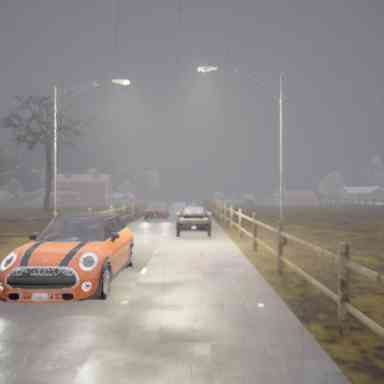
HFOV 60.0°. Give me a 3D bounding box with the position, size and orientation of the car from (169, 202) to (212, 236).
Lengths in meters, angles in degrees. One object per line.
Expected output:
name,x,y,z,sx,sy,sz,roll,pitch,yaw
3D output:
car,0.093,1.526,18.474,2.128,1.511,4.902,0,0,0

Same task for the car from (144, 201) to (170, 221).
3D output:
car,-2.848,1.547,28.045,1.882,1.535,5.008,0,0,0

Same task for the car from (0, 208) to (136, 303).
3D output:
car,-2.808,1.361,8.430,2.097,1.767,4.553,0,0,0
